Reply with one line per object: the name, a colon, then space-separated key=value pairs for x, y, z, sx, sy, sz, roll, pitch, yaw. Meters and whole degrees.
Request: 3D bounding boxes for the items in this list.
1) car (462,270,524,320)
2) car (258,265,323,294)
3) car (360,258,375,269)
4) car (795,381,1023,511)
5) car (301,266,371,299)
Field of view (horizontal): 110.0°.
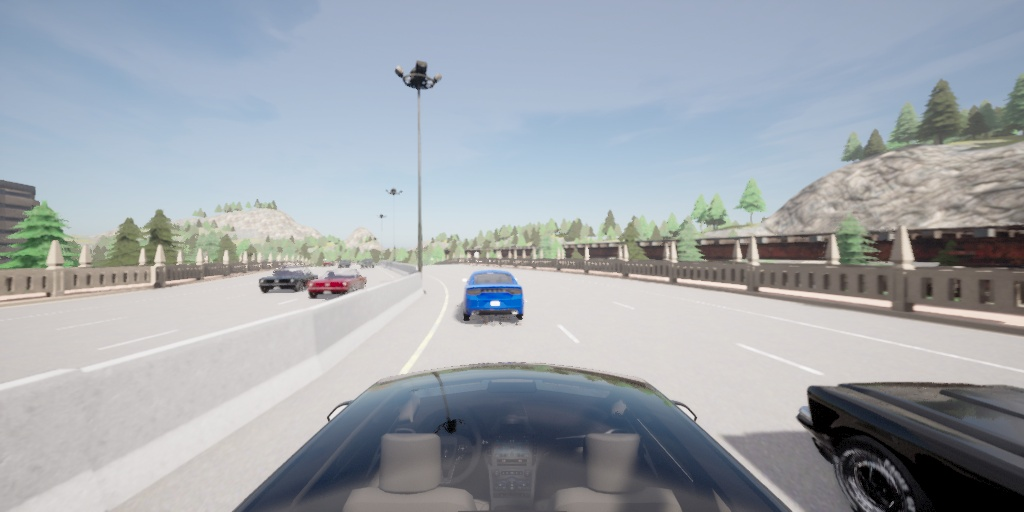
car: x=-0.747 y=1.220 z=12.779 sx=1.882 sy=1.535 sz=5.008 roll=0 pitch=0 yaw=-6
car: x=-13.066 y=1.409 z=21.281 sx=1.895 sy=1.301 sz=4.718 roll=0 pitch=0 yaw=-14
car: x=-23.705 y=1.198 z=58.899 sx=2.097 sy=1.767 sz=4.553 roll=-1 pitch=0 yaw=-23
car: x=3.496 y=1.338 z=1.066 sx=1.895 sy=1.301 sz=4.718 roll=0 pitch=0 yaw=0
car: x=-8.920 y=1.384 z=18.658 sx=1.895 sy=1.301 sz=4.718 roll=0 pitch=0 yaw=-12
